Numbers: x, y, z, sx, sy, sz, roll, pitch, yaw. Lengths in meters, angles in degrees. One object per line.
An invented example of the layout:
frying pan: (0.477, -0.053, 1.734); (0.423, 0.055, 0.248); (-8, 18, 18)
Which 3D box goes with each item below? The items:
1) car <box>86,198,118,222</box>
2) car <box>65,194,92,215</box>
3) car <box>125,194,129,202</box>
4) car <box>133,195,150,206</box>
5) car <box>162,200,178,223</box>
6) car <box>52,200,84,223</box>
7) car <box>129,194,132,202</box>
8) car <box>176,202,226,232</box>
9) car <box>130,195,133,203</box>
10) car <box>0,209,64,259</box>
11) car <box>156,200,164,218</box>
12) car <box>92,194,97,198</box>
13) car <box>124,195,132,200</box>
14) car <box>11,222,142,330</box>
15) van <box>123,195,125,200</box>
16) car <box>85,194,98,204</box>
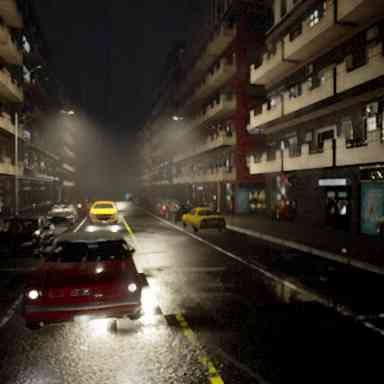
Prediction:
car: (-6.554, 1.459, 24.706); (1.882, 1.535, 5.008); (0, 0, -14)
car: (-11.679, 1.290, 33.856); (2.192, 1.841, 5.009); (-1, 0, -14)
car: (-13.248, 1.387, 73.898); (1.967, 1.590, 4.097); (-1, 0, -14)
car: (-7.705, 1.526, 52.186); (1.947, 1.339, 4.313); (-1, 0, -14)
car: (-0.778, 1.545, 25.046); (1.947, 1.339, 4.313); (-1, 0, -14)
car: (-8.905, 1.534, 23.001); (2.008, 1.369, 4.403); (-1, 0, -14)
car: (-10.518, 1.478, 63.207); (1.752, 1.417, 4.829); (-1, 0, -14)
car: (0.565, 1.508, 19.782); (1.752, 1.417, 4.829); (-1, 0, -14)
car: (-9.091, 1.507, 57.615); (2.008, 1.369, 4.403); (-1, 0, -14)
car: (-6.134, 1.542, 12.145); (2.008, 1.369, 4.403); (-1, 0, -14)
car: (-2.165, 1.415, 30.473); (1.967, 1.590, 4.097); (-1, 0, -14)
car: (-18.603, 1.508, 60.997); (2.008, 1.369, 4.403); (-1, 0, -14)
car: (-17.403, 1.488, 90.182); (2.008, 1.369, 4.403); (-1, 0, -14)
car: (-2.175, 1.595, 7.161); (1.895, 1.301, 4.718); (0, 0, -14)
van: (-16.021, 1.281, 84.753); (1.690, 1.788, 3.998); (-1, 0, -14)
car: (-19.992, 1.269, 66.425); (2.192, 1.841, 5.009); (-1, 0, -14)
